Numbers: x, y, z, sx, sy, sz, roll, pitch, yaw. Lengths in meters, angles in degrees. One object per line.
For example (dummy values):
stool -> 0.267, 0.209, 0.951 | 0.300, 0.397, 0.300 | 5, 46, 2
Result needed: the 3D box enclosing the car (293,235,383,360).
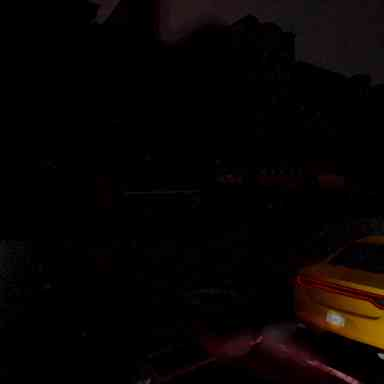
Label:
car -> 3.850, 1.477, 5.682 | 5.008, 1.535, 1.882 | 0, 0, -35
